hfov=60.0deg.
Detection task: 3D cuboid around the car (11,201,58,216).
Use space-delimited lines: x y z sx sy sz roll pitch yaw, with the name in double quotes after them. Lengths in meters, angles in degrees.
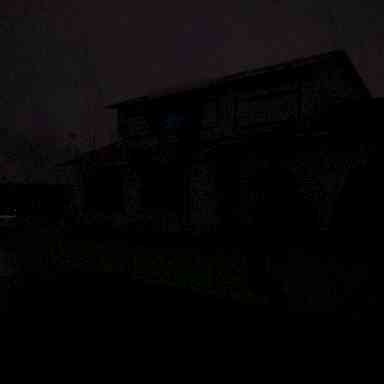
-15.522 1.561 33.006 1.994 1.385 4.181 0 0 35 "car"
